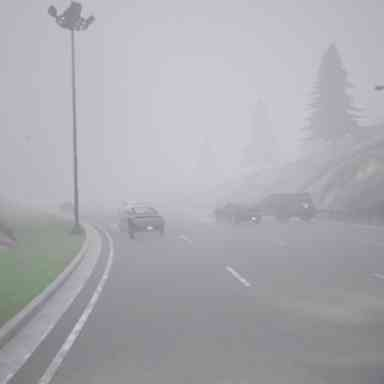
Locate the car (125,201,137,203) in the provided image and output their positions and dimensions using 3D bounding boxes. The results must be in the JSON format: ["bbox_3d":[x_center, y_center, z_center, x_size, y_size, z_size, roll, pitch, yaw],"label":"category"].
[{"bbox_3d":[-6.123,1.670,33.741,1.812,1.442,4.674,-1,0,-27],"label":"car"}]

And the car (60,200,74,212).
[{"bbox_3d":[-16.911,1.875,45.696,1.882,1.535,5.008,-1,0,-30],"label":"car"}]

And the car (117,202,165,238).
[{"bbox_3d":[-2.875,1.560,18.373,2.128,1.511,4.902,-1,0,-20],"label":"car"}]

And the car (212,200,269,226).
[{"bbox_3d":[3.020,1.436,23.090,1.837,1.490,4.892,0,-1,-20],"label":"car"}]

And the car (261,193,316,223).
[{"bbox_3d":[6.462,1.072,24.139,2.150,2.045,5.566,-1,0,-21],"label":"car"}]
